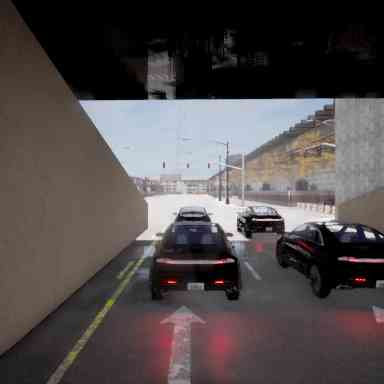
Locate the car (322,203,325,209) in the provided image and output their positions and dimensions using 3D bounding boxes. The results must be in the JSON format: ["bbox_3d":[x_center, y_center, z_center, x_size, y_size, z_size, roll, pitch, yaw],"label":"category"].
[{"bbox_3d":[17.405,1.452,40.116,2.038,1.542,4.974,0,0,45],"label":"car"}]

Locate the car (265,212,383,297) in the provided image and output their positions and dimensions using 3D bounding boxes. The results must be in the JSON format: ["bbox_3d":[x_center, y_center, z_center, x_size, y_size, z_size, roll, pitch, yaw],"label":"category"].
[{"bbox_3d":[3.559,1.491,8.588,2.128,1.511,4.902,0,0,0],"label":"car"}]

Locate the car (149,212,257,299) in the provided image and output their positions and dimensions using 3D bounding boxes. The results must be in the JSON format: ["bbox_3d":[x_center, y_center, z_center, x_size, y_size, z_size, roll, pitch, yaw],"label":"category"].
[{"bbox_3d":[0.063,1.492,8.425,2.128,1.511,4.902,0,0,0],"label":"car"}]

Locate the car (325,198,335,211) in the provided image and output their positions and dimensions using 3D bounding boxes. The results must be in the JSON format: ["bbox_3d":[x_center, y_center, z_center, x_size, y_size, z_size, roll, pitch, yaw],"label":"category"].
[{"bbox_3d":[17.316,1.452,35.509,2.038,1.542,4.974,0,0,-35],"label":"car"}]

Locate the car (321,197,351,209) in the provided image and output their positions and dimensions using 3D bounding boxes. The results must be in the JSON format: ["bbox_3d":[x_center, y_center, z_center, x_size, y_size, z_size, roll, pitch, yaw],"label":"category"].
[{"bbox_3d":[17.442,1.295,40.153,1.853,1.218,4.536,0,0,45],"label":"car"}]

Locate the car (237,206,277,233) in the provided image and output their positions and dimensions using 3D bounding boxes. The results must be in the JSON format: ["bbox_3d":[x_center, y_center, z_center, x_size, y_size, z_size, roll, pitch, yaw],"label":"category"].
[{"bbox_3d":[3.539,1.491,17.721,2.128,1.511,4.902,0,0,0],"label":"car"}]

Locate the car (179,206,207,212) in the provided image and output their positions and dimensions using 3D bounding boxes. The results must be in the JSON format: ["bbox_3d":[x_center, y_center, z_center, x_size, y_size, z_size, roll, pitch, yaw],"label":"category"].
[{"bbox_3d":[0.041,1.505,17.546,1.837,1.490,4.892,0,0,0],"label":"car"}]
